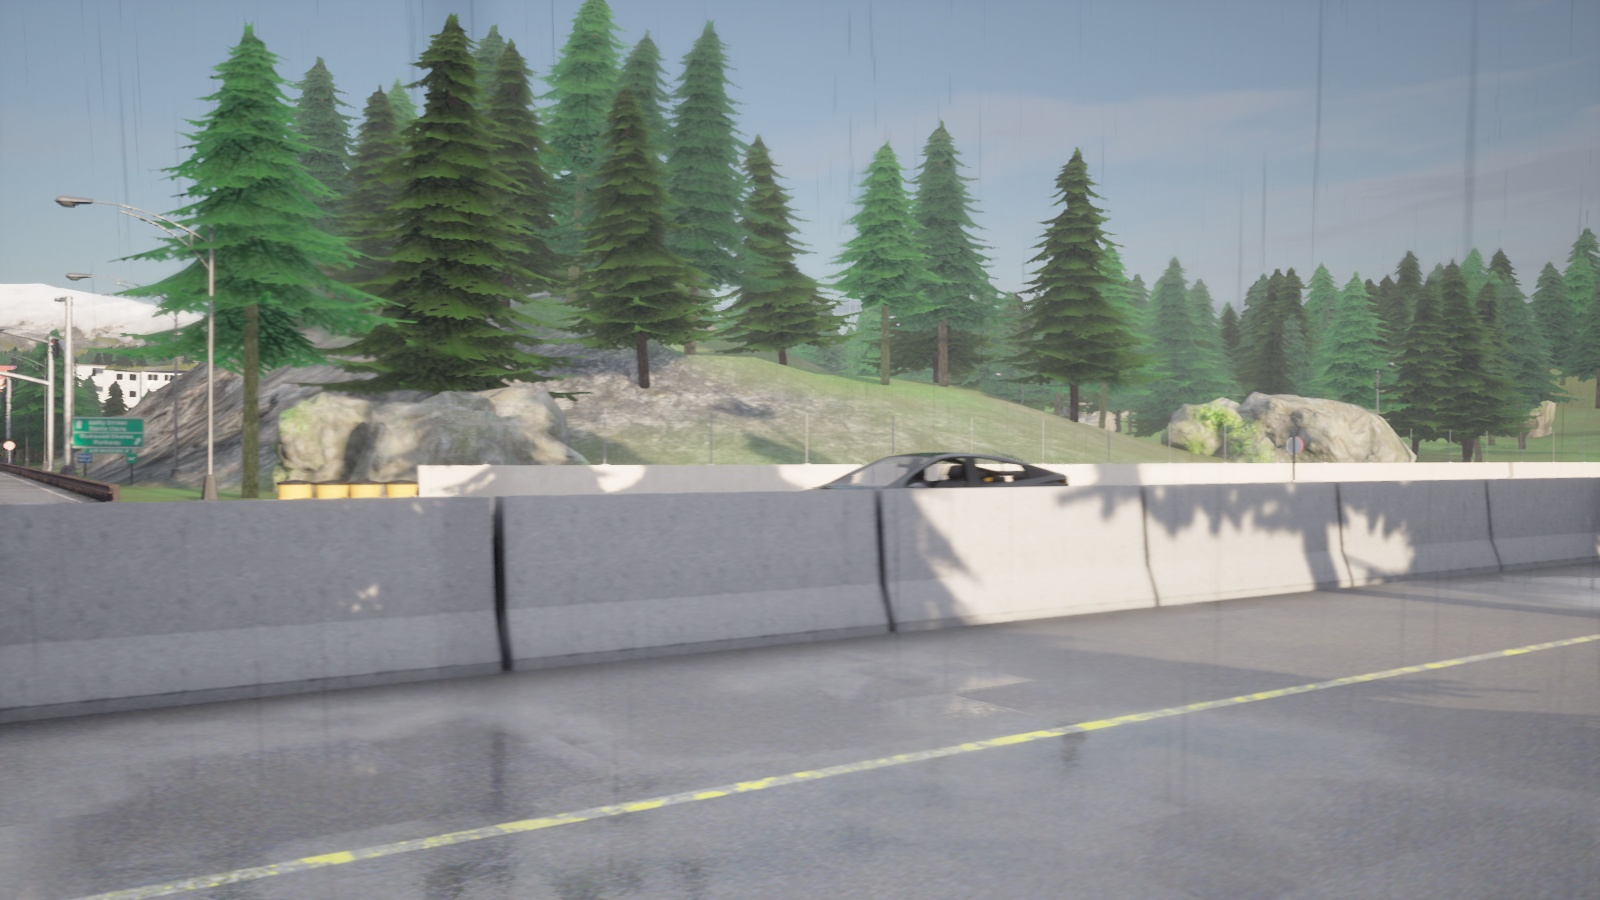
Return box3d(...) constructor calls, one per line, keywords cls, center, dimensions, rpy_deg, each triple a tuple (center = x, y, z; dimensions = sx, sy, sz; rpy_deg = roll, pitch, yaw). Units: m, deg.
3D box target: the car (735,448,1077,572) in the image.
box3d(cls="car", center=(1.537, 0.745, 17.521), dimensions=(4.514, 1.525, 2.007), rpy_deg=(0, 0, -35))
